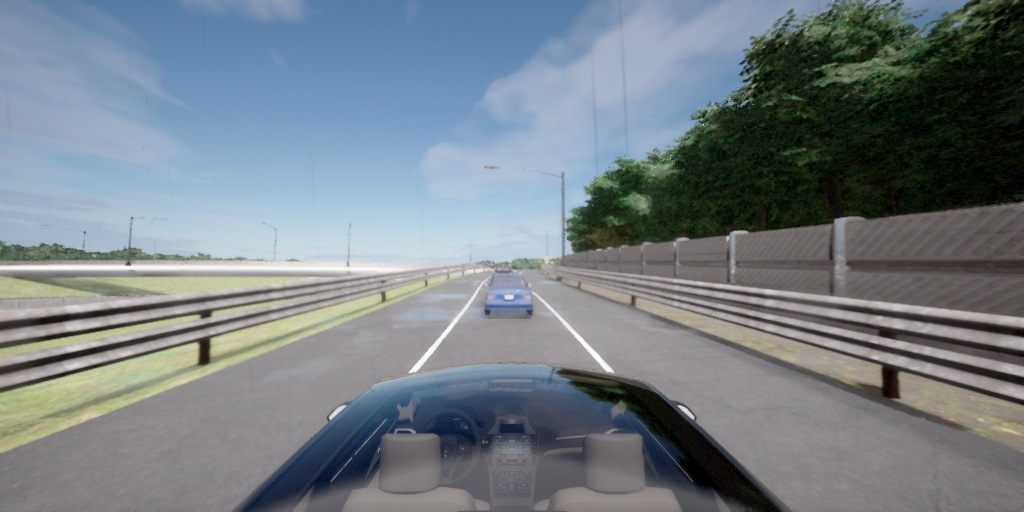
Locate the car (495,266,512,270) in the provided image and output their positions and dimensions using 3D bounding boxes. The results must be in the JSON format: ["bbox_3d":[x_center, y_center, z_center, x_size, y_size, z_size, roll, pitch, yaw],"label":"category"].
[{"bbox_3d":[-0.708,1.592,30.499,2.128,1.511,4.902,0,-1,-1],"label":"car"}]

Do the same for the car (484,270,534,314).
[{"bbox_3d":[-0.151,1.455,14.558,2.033,1.411,5.357,0,-1,-1],"label":"car"}]
